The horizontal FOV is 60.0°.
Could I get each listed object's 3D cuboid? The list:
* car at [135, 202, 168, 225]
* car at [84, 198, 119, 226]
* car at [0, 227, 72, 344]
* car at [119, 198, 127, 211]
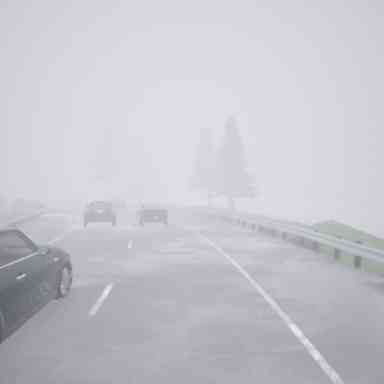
[{"bbox_3d":[-2.998,1.477,24.113,1.882,1.535,5.008,0,0,-14],"label":"car"},{"bbox_3d":[-6.534,1.350,23.739,2.097,1.767,4.553,0,0,-15],"label":"car"},{"bbox_3d":[-3.615,1.350,5.535,2.097,1.767,4.553,0,0,-3],"label":"car"},{"bbox_3d":[-9.454,1.500,40.903,2.163,1.488,4.792,0,0,-27],"label":"car"}]
